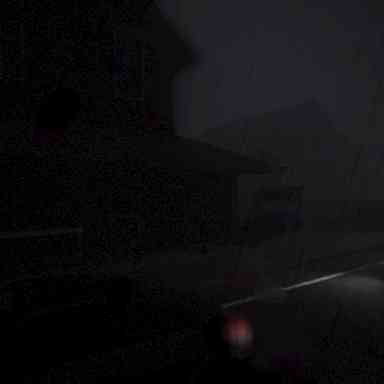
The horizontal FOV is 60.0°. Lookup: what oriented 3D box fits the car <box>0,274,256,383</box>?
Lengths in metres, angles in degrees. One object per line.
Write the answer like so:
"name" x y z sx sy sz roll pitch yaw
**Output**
"car" -1.431 1.561 2.997 4.181 1.385 1.994 -1 0 -34
